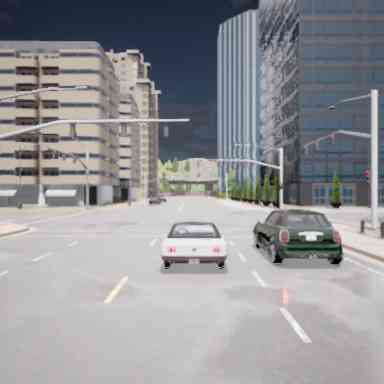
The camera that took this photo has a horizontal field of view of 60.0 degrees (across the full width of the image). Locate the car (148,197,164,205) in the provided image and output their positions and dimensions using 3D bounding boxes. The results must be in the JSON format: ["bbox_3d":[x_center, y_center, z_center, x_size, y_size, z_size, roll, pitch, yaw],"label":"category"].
[{"bbox_3d":[-7.016,1.709,62.266,2.033,1.411,5.357,0,0,0],"label":"car"}]

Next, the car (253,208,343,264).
[{"bbox_3d":[3.577,1.385,12.068,2.097,1.767,4.553,0,0,0],"label":"car"}]

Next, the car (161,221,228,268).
[{"bbox_3d":[0.074,1.631,11.382,1.895,1.301,4.718,0,0,0],"label":"car"}]

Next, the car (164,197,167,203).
[{"bbox_3d":[-6.997,1.797,77.733,1.895,1.301,4.718,0,0,0],"label":"car"}]
